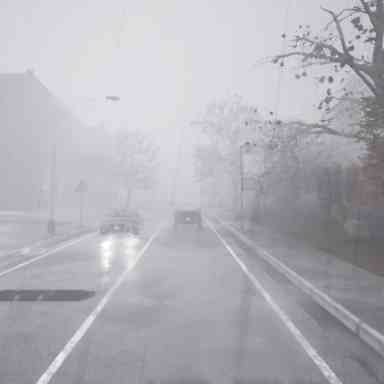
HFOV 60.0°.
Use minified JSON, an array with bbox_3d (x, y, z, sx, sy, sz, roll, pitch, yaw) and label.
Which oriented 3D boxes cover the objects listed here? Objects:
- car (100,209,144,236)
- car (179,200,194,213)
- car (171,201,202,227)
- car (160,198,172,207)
[{"bbox_3d":[-3.927,1.693,19.237,1.994,1.385,4.181,0,0,-1],"label":"car"},{"bbox_3d":[-0.661,1.795,41.821,1.812,1.442,4.674,0,0,-1],"label":"car"},{"bbox_3d":[-0.318,1.633,23.951,1.882,1.535,5.008,0,0,-1],"label":"car"},{"bbox_3d":[-4.665,1.925,61.553,1.812,1.442,4.674,0,0,-1],"label":"car"}]
